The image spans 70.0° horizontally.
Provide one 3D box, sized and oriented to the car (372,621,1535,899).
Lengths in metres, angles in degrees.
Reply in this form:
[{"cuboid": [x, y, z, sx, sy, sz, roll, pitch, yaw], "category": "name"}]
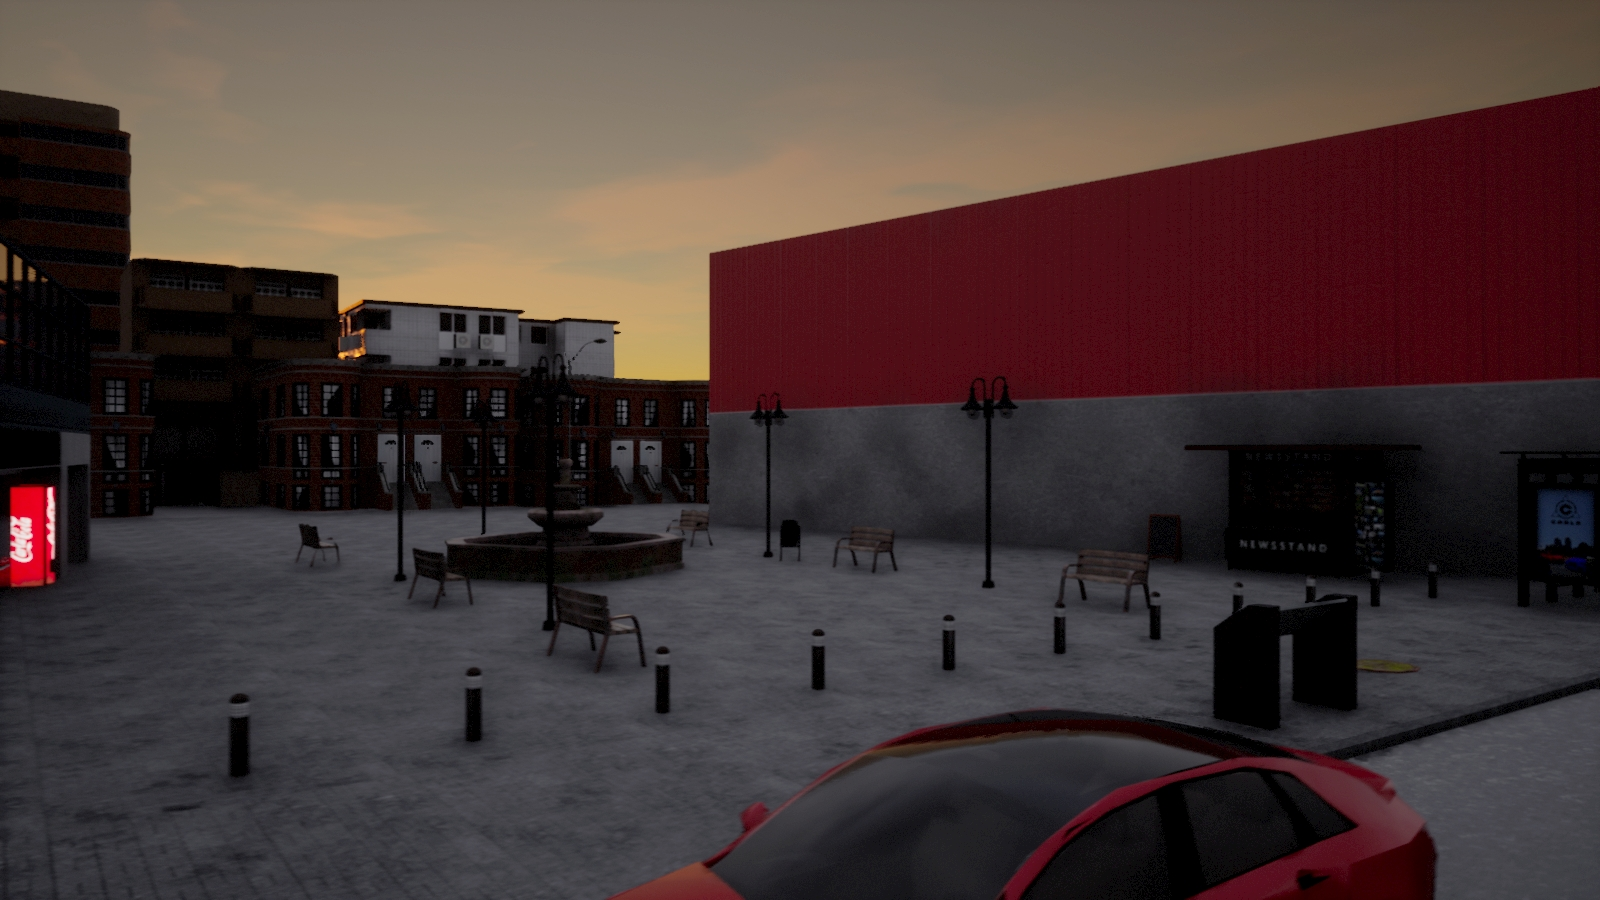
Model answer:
[{"cuboid": [0.932, 1.841, 5.064, 4.892, 1.480, 2.231, 0, 0, -35], "category": "car"}]
